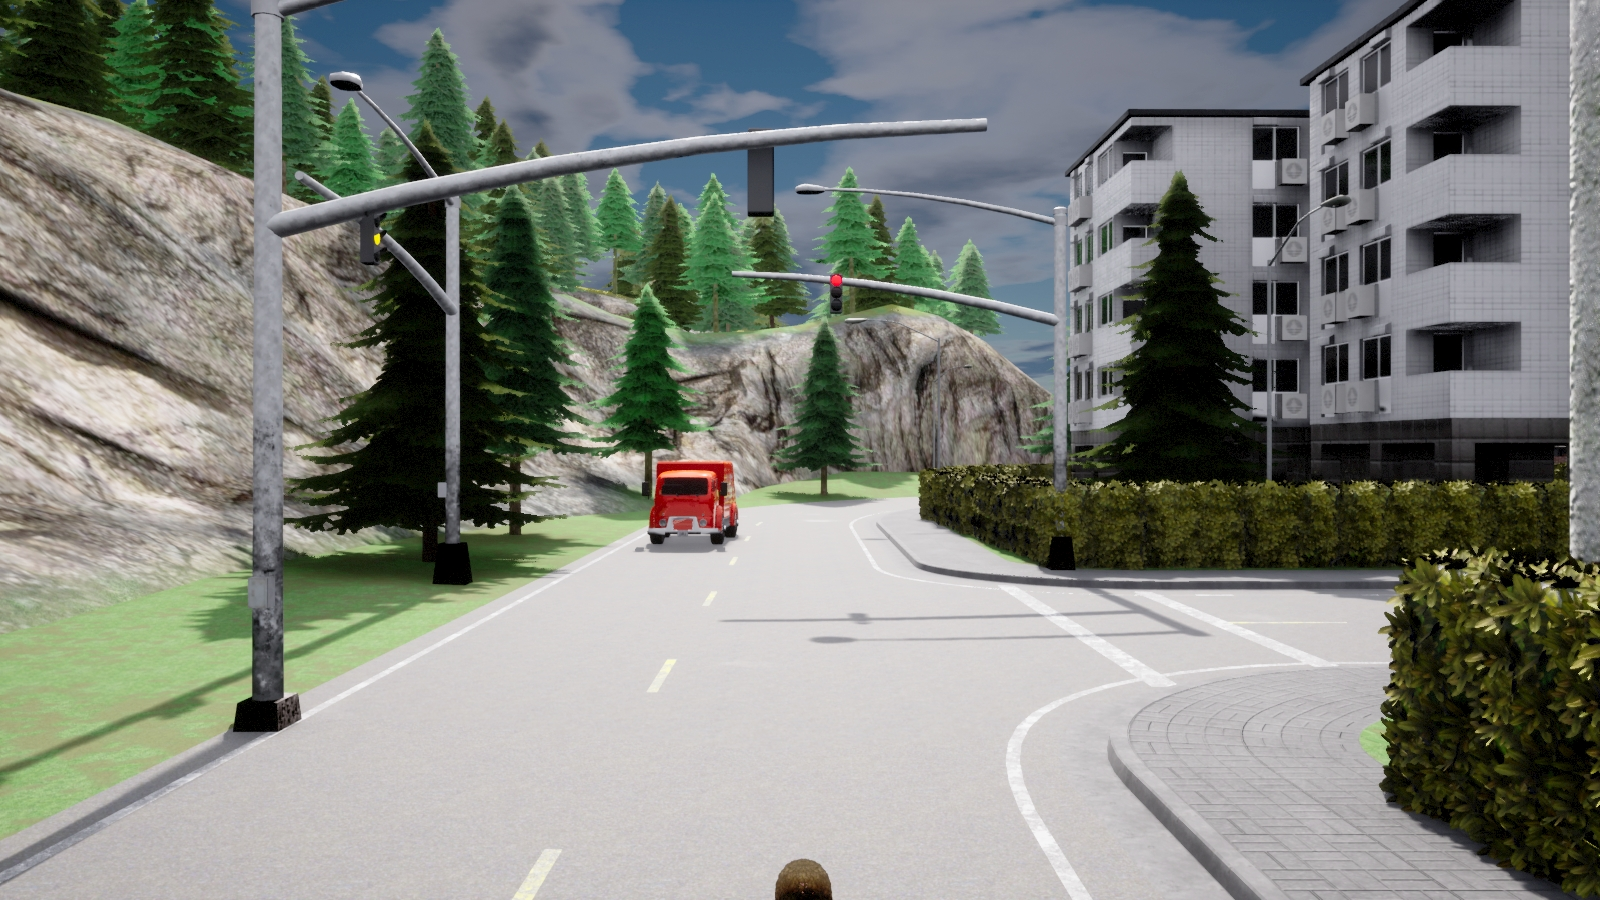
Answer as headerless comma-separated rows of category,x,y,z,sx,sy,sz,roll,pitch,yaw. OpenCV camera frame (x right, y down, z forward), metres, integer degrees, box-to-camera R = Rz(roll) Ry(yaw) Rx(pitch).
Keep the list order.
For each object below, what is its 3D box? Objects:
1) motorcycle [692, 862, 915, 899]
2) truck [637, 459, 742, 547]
motorcycle,0.010,2.193,3.477,0.803,1.145,2.033,0,0,0
truck,-3.310,1.548,35.380,2.627,2.467,5.204,0,0,1
